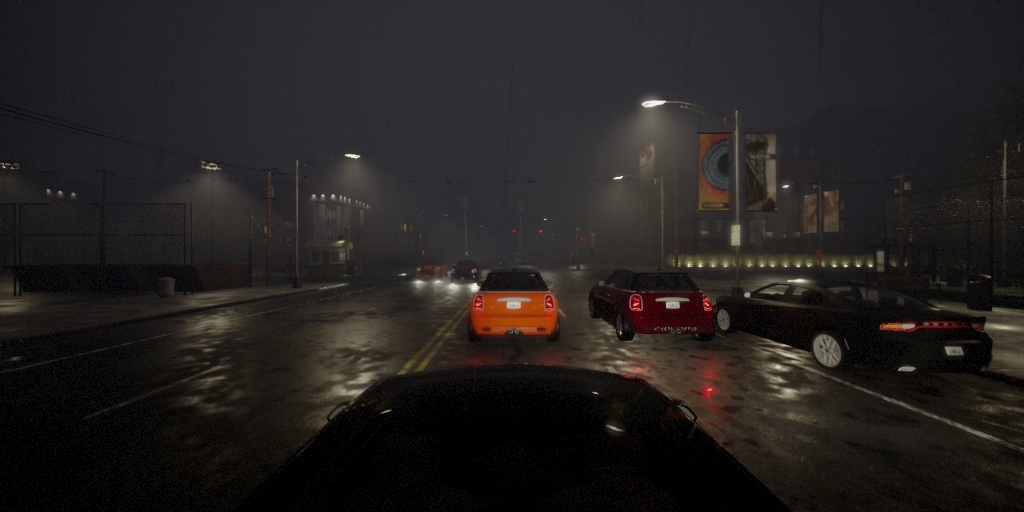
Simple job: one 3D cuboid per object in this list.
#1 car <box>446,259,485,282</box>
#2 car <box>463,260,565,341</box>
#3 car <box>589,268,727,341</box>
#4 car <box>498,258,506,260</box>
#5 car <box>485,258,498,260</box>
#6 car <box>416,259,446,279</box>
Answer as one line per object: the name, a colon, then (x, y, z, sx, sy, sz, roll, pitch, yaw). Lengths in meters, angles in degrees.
car: (-3.601, 1.102, 28.532, 2.097, 1.767, 4.553, 0, 0, 0)
car: (0.061, 1.102, 10.011, 2.097, 1.767, 4.553, 0, 0, 0)
car: (3.561, 1.102, 10.028, 2.097, 1.767, 4.553, 0, 0, 0)
car: (-2.201, 1.101, 62.120, 2.097, 1.767, 4.553, 0, 0, 15)
car: (-3.456, 1.228, 49.202, 1.882, 1.535, 5.008, 0, 0, 2)
car: (-7.097, 1.102, 32.190, 2.097, 1.767, 4.553, 0, 0, 0)
